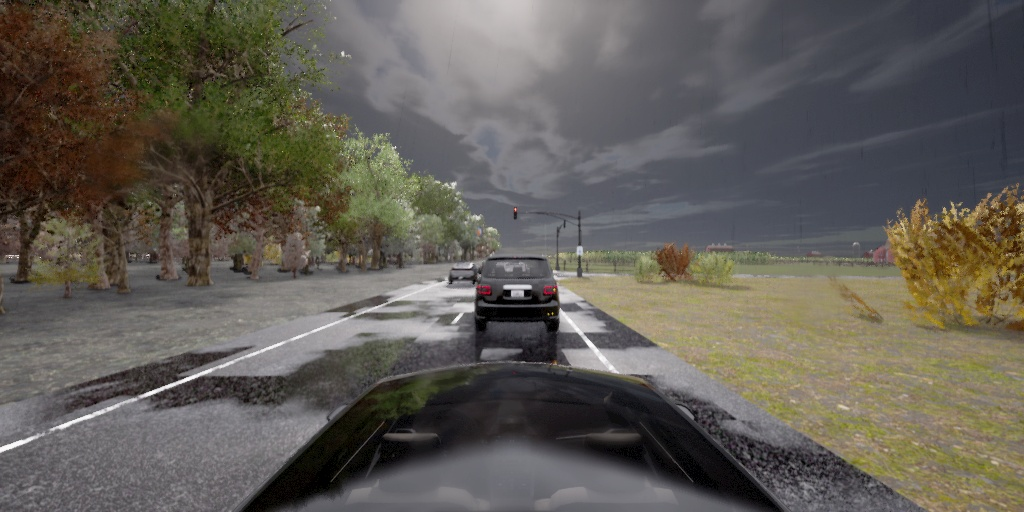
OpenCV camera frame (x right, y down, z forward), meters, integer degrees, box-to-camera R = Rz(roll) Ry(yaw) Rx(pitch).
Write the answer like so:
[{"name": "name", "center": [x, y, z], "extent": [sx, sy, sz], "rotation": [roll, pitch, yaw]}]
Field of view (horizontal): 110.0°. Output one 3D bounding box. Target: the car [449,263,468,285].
[{"name": "car", "center": [-3.351, 1.222, 25.992], "extent": [2.128, 1.511, 4.902], "rotation": [0, 0, 0]}]

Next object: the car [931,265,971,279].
[{"name": "car", "center": [48.590, 1.743, 39.226], "extent": [4.892, 1.490, 1.837], "rotation": [1, -1, 0]}]

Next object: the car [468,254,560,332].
[{"name": "car", "center": [0.119, 0.964, 10.945], "extent": [2.150, 2.045, 5.566], "rotation": [0, 0, 0]}]
